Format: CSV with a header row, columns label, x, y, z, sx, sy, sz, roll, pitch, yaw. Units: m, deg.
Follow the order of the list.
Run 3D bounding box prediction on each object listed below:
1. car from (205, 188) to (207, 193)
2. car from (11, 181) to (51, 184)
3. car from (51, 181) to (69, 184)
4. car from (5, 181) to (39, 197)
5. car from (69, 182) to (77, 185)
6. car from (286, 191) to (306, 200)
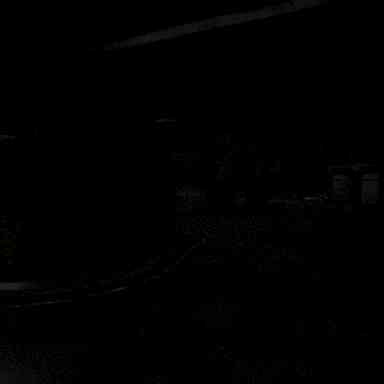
label,x,y,z,sx,sy,sz,roll,pitch,yaw
car,5.004,-0.345,65.562,5.027,1.636,2.152,2,2,35
car,-17.150,-0.175,35.198,3.866,1.878,1.905,2,2,35
car,-26.661,-1.256,65.454,3.866,1.878,1.905,2,2,35
car,-21.674,-0.459,42.420,4.605,1.855,1.932,2,2,35
car,-25.320,-1.283,68.064,4.605,1.855,1.932,2,2,35
car,16.795,0.518,53.651,1.895,1.301,4.718,2,2,36
